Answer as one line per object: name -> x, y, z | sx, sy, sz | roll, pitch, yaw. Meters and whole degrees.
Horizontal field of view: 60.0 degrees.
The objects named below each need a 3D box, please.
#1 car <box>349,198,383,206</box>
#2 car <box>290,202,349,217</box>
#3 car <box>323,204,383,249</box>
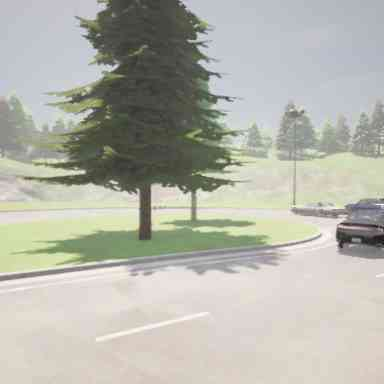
car -> 15.355, 1.282, 28.738 | 2.097, 1.767, 4.553 | 0, 0, -20
car -> 11.059, 1.513, 29.683 | 1.895, 1.301, 4.718 | 0, 0, -31
car -> 7.349, 1.459, 13.254 | 2.128, 1.511, 4.902 | 1, 1, 43
